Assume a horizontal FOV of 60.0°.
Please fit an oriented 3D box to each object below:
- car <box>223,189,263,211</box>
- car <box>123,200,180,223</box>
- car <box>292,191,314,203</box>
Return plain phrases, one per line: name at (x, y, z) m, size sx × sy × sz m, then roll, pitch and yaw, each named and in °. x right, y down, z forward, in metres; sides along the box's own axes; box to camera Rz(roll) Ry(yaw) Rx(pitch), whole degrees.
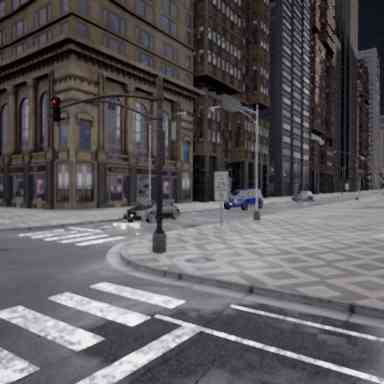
car at (5.267, 0.752, 33.598) m, size 2.150 × 2.045 × 5.566 m, roll 0°, pitch 1°, yaw 36°
car at (-2.632, 1.275, 22.568) m, size 1.994 × 1.385 × 4.181 m, roll 0°, pitch 1°, yaw 35°
car at (16.462, 0.626, 49.134) m, size 2.097 × 1.767 × 4.553 m, roll 0°, pitch 1°, yaw 36°
